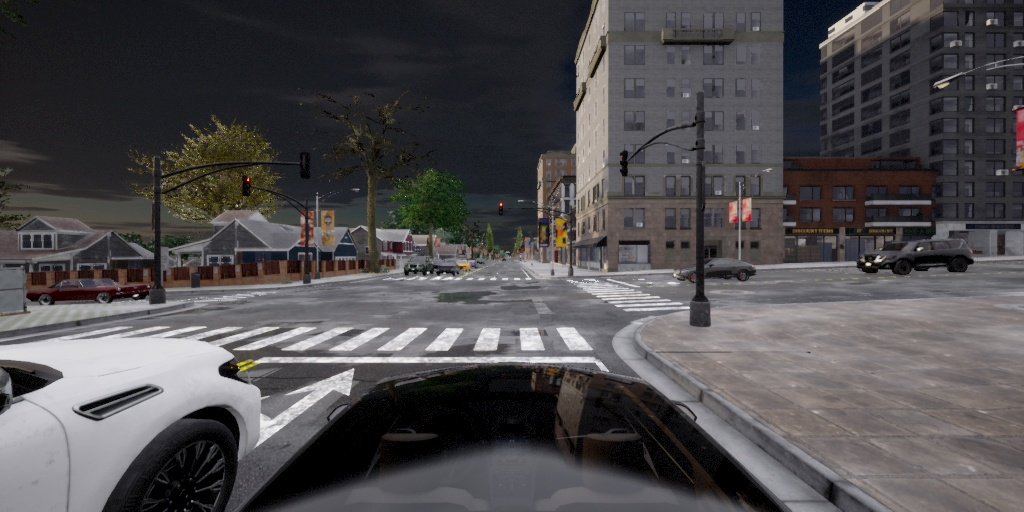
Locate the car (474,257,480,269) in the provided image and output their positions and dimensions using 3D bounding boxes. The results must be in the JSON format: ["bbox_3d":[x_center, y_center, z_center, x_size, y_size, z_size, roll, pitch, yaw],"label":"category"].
[{"bbox_3d":[-6.654,1.336,57.882,1.812,1.442,4.674,0,0,0],"label":"car"}]

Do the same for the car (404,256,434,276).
[{"bbox_3d":[-9.887,0.990,38.598,2.150,2.045,5.566,0,0,0],"label":"car"}]

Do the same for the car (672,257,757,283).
[{"bbox_3d":[12.284,0.818,21.894,4.674,1.442,1.812,-2,0,1],"label":"car"}]

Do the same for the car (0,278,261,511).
[{"bbox_3d":[-3.145,0.972,0.564,2.150,2.045,5.566,0,0,0],"label":"car"}]

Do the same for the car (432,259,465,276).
[{"bbox_3d":[-6.640,1.316,37.906,2.033,1.411,5.357,0,0,0],"label":"car"}]

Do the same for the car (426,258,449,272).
[{"bbox_3d":[-9.899,1.136,48.070,2.097,1.767,4.553,0,0,0],"label":"car"}]

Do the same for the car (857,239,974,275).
[{"bbox_3d":[24.555,0.041,21.943,5.566,2.045,2.150,-3,0,0],"label":"car"}]

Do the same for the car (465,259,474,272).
[{"bbox_3d":[-6.651,1.261,47.697,1.882,1.535,5.008,0,0,0],"label":"car"}]

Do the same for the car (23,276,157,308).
[{"bbox_3d":[-21.644,1.807,18.537,4.718,1.301,1.895,-2,0,0],"label":"car"}]
